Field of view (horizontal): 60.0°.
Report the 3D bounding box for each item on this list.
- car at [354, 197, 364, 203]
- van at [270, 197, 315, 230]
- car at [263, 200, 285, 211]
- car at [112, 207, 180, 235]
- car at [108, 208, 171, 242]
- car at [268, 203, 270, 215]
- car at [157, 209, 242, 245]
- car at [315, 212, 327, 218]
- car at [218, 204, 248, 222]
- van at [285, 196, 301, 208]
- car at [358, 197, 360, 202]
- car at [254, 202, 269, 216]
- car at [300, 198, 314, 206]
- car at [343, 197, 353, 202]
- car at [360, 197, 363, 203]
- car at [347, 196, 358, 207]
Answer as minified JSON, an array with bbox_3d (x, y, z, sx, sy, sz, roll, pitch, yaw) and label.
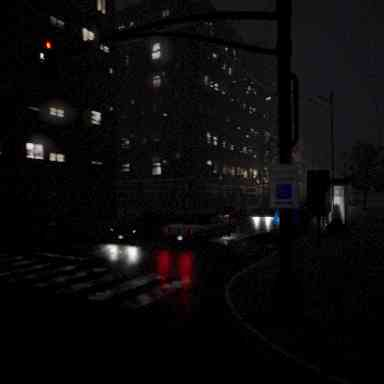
[{"bbox_3d":[40.568,1.884,80.773,1.802,1.307,4.206,0,0,30],"label":"car"},{"bbox_3d":[6.709,1.461,21.998,1.690,1.788,3.998,0,0,30],"label":"van"},{"bbox_3d":[11.299,1.872,45.751,1.802,1.307,4.206,0,0,30],"label":"car"},{"bbox_3d":[-2.794,1.757,21.287,1.887,1.381,4.507,0,0,30],"label":"car"},{"bbox_3d":[-1.981,1.720,17.784,2.033,1.411,5.357,-1,-1,30],"label":"car"},{"bbox_3d":[9.324,1.729,31.695,2.033,1.411,5.357,-1,-1,30],"label":"car"},{"bbox_3d":[0.568,1.735,16.493,1.895,1.301,4.718,-1,-1,30],"label":"car"},{"bbox_3d":[12.352,1.717,31.793,1.947,1.339,4.313,0,0,30],"label":"car"},{"bbox_3d":[2.962,1.725,26.361,1.812,1.442,4.674,-1,-1,30],"label":"car"},{"bbox_3d":[16.937,1.661,55.537,1.690,1.788,3.998,0,0,30],"label":"van"},{"bbox_3d":[29.282,1.787,61.181,1.887,1.381,4.507,0,0,30],"label":"car"},{"bbox_3d":[7.944,1.790,35.007,1.994,1.385,4.181,-1,-1,29],"label":"car"},{"bbox_3d":[22.574,1.932,65.322,1.802,1.307,4.206,0,0,30],"label":"car"},{"bbox_3d":[39.368,1.855,83.849,1.994,1.385,4.181,-1,-1,30],"label":"car"},{"bbox_3d":[37.746,1.832,75.875,1.887,1.381,4.507,0,0,30],"label":"car"},{"bbox_3d":[26.460,1.667,56.283,1.967,1.590,4.097,0,0,30],"label":"car"}]
